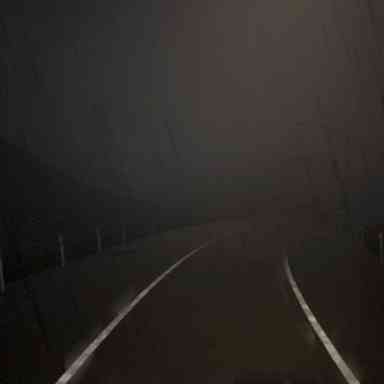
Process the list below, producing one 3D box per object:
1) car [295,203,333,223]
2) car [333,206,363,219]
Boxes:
[{"bbox_3d":[11.632,1.923,32.090,2.097,1.767,4.553,3,0,36],"label":"car"},{"bbox_3d":[18.353,2.387,39.541,5.357,1.411,2.033,2,2,-40],"label":"car"}]
